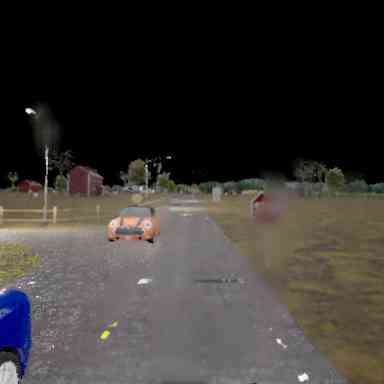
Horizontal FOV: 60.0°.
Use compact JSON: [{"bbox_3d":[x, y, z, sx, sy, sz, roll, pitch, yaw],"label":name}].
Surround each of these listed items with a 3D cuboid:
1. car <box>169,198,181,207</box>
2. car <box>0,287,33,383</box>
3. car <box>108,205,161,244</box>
[{"bbox_3d":[-2.884,1.795,57.911,1.837,1.490,4.892,0,2,0],"label":"car"},{"bbox_3d":[-2.751,1.506,1.764,1.882,1.535,5.008,0,-1,0],"label":"car"},{"bbox_3d":[-2.740,1.475,16.746,2.097,1.767,4.553,1,-1,0],"label":"car"}]
